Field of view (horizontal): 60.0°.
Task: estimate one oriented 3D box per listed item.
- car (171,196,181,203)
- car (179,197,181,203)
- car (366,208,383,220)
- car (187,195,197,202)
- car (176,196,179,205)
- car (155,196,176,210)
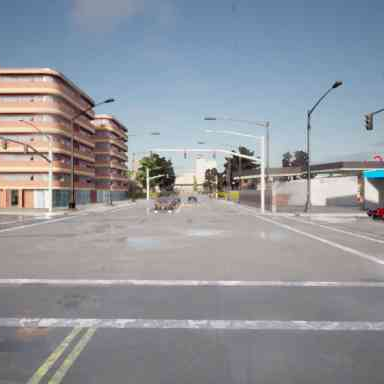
[{"bbox_3d":[-3.423,1.595,70.779,1.895,1.301,4.718,0,0,0],"label":"car"},{"bbox_3d":[-3.499,1.505,60.816,1.837,1.490,4.892,0,0,0],"label":"car"},{"bbox_3d":[16.564,1.601,26.430,4.718,1.301,1.895,0,0,1],"label":"car"},{"bbox_3d":[0.077,1.339,70.824,1.812,1.442,4.674,0,0,0],"label":"car"},{"bbox_3d":[-3.530,1.601,51.662,1.895,1.301,4.718,0,0,0],"label":"car"},{"bbox_3d":[-3.539,1.352,42.713,2.097,1.767,4.553,0,0,0],"label":"car"}]
